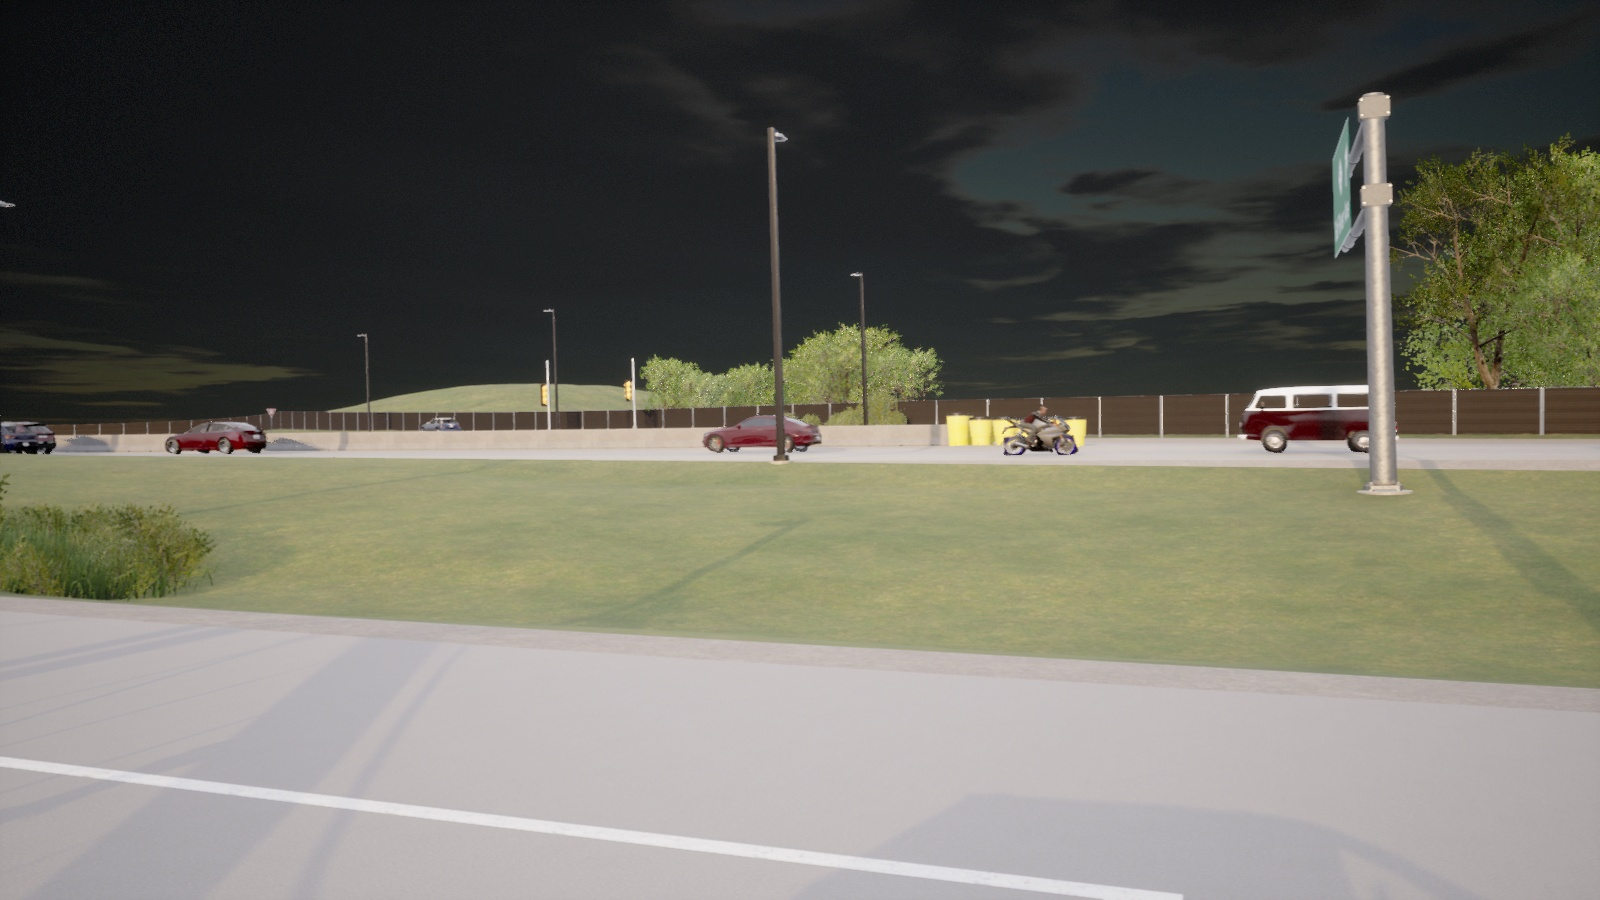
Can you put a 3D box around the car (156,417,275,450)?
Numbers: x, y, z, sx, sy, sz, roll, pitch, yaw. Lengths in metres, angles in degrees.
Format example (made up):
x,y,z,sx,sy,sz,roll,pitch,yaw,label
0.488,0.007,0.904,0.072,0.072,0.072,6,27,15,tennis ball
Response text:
x,y,z,sx,sy,sz,roll,pitch,yaw,label
-26.723,-0.753,57.428,4.792,1.488,2.163,0,1,20,car

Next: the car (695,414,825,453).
x,y,z,sx,sy,sz,roll,pitch,yaw,label
-1.526,-0.625,48.281,4.674,1.442,1.812,0,1,20,car

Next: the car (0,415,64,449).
x,y,z,sx,sy,sz,roll,pitch,yaw,label
-38.989,-0.880,61.880,4.856,1.649,2.033,0,1,20,car

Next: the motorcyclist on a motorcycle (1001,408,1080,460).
x,y,z,sx,sy,sz,roll,pitch,yaw,label
7.215,-0.479,37.661,2.191,1.530,0.866,0,1,20,motorcyclist on a motorcycle

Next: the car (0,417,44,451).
x,y,z,sx,sy,sz,roll,pitch,yaw,label
-36.936,-0.733,57.413,4.193,1.474,1.816,0,1,20,car

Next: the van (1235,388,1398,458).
x,y,z,sx,sy,sz,roll,pitch,yaw,label
15.670,-0.813,38.310,4.480,2.038,2.069,0,1,20,van
